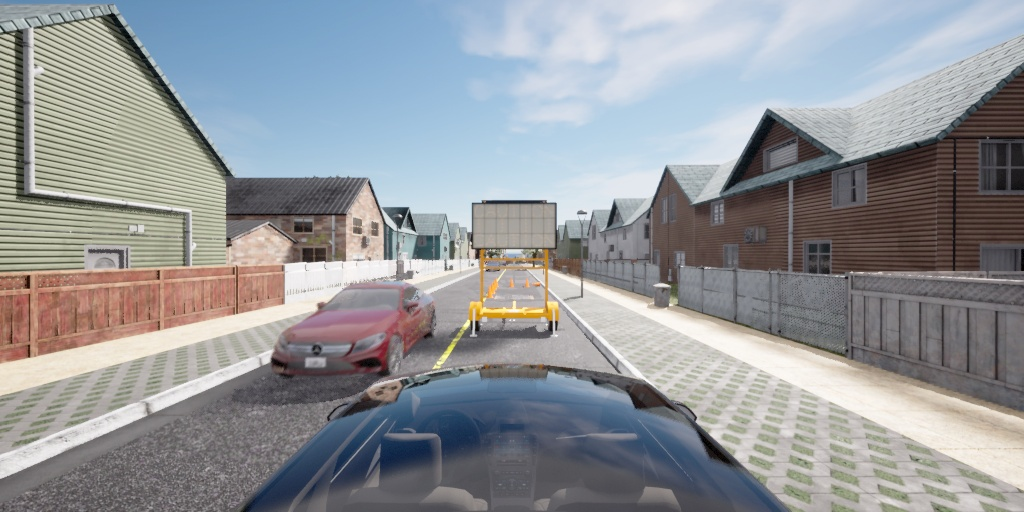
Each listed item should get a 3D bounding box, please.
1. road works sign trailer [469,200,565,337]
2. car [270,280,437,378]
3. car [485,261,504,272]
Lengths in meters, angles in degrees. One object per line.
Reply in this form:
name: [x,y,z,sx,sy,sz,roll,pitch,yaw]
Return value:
road works sign trailer: [0.063,0.214,10.276,2.380,3.560,2.880,0,0,1]
car: [-2.812,1.275,7.485,1.812,1.442,4.674,0,0,0]
car: [-2.554,1.414,48.416,2.033,1.411,5.357,0,0,0]
